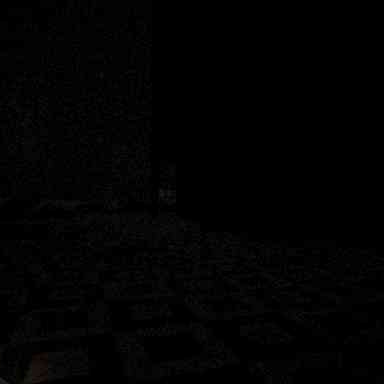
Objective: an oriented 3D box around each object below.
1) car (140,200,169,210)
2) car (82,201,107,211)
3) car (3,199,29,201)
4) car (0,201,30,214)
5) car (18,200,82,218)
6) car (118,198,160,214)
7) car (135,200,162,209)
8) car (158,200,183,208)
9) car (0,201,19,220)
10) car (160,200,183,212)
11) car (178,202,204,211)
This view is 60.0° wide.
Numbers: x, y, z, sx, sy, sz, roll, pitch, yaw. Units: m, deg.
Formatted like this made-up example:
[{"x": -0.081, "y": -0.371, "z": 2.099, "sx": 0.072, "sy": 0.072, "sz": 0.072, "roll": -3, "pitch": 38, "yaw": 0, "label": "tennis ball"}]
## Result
[{"x": -5.764, "y": 1.990, "z": 51.288, "sx": 1.812, "sy": 1.442, "sz": 4.674, "roll": 0, "pitch": -1, "yaw": 36, "label": "car"}, {"x": -13.597, "y": 1.833, "z": 44.964, "sx": 1.887, "sy": 1.381, "sz": 4.507, "roll": -1, "pitch": -1, "yaw": 35, "label": "car"}, {"x": -18.408, "y": 1.462, "z": 33.599, "sx": 2.097, "sy": 1.767, "sz": 4.553, "roll": 0, "pitch": -1, "yaw": 35, "label": "car"}, {"x": -20.147, "y": 1.658, "z": 35.772, "sx": 2.008, "sy": 1.369, "sz": 4.403, "roll": -1, "pitch": -1, "yaw": 35, "label": "car"}, {"x": -13.112, "y": 1.683, "z": 30.956, "sx": 1.752, "sy": 1.417, "sz": 4.829, "roll": -1, "pitch": -1, "yaw": 35, "label": "car"}, {"x": -6.660, "y": 1.650, "z": 40.015, "sx": 2.192, "sy": 1.841, "sz": 5.009, "roll": -1, "pitch": -1, "yaw": 35, "label": "car"}, {"x": -7.047, "y": 2.027, "z": 54.155, "sx": 2.008, "sy": 1.369, "sz": 4.403, "roll": -1, "pitch": -1, "yaw": 35, "label": "car"}, {"x": -3.772, "y": 2.122, "z": 58.750, "sx": 2.008, "sy": 1.369, "sz": 4.403, "roll": -1, "pitch": -1, "yaw": 35, "label": "car"}, {"x": -16.486, "y": 1.633, "z": 26.222, "sx": 1.947, "sy": 1.339, "sz": 4.313, "roll": -1, "pitch": -1, "yaw": 35, "label": "car"}, {"x": -3.384, "y": 1.973, "z": 44.605, "sx": 1.887, "sy": 1.381, "sz": 4.507, "roll": -1, "pitch": -1, "yaw": 35, "label": "car"}, {"x": -0.105, "y": 2.105, "z": 49.206, "sx": 1.802, "sy": 1.307, "sz": 4.206, "roll": -1, "pitch": -1, "yaw": 36, "label": "car"}]
